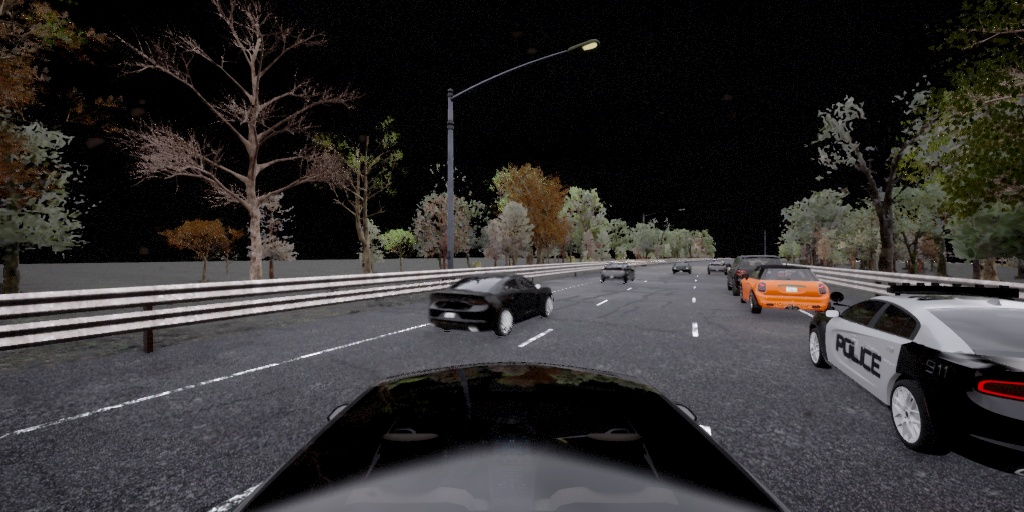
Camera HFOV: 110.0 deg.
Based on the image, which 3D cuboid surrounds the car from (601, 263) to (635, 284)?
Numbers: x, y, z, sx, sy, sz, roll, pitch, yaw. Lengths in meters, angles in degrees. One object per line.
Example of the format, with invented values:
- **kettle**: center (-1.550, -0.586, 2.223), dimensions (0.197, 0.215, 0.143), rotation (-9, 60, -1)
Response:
- **car**: center (8.071, 1.247, 27.089), dimensions (2.128, 1.511, 4.902), rotation (0, 0, 28)

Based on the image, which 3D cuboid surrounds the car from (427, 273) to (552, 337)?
- **car**: center (-0.352, 1.227, 10.545), dimensions (1.882, 1.535, 5.008), rotation (0, 0, 26)

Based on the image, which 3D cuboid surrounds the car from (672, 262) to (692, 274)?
- **car**: center (19.393, 1.369, 40.789), dimensions (1.895, 1.301, 4.718), rotation (0, 0, 29)

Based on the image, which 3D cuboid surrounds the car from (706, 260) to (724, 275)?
- **car**: center (22.503, 1.261, 39.304), dimensions (2.128, 1.511, 4.902), rotation (0, 0, 29)

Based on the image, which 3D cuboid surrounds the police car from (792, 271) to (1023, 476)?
- **police car**: center (5.614, 1.175, 4.707), dimensions (1.930, 1.638, 5.238), rotation (0, 0, 26)

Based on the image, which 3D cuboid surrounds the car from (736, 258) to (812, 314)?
- **car**: center (9.951, 1.102, 13.423), dimensions (2.097, 1.767, 4.553), rotation (0, 0, 27)

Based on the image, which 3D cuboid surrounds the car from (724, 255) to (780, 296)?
- **car**: center (12.671, 0.978, 18.754), dimensions (2.150, 2.045, 5.566), rotation (0, 0, 27)
